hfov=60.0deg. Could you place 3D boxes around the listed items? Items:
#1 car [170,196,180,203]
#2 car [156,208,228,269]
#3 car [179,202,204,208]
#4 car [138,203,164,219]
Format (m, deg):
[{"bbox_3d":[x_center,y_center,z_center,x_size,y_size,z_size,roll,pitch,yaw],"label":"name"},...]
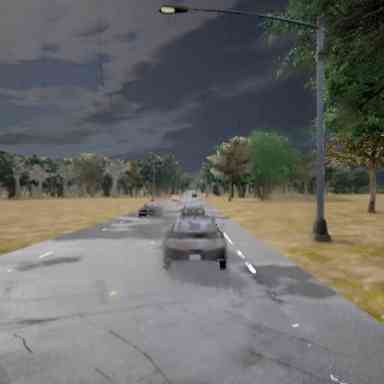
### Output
[{"bbox_3d":[-3.507,1.484,70.642,1.882,1.535,5.008,0,0,0],"label":"car"},{"bbox_3d":[0.090,1.500,11.143,2.128,1.511,4.902,0,0,0],"label":"car"},{"bbox_3d":[0.094,1.617,29.164,1.895,1.301,4.718,0,0,0],"label":"car"},{"bbox_3d":[-3.602,1.617,29.474,1.895,1.301,4.718,0,0,0],"label":"car"}]
